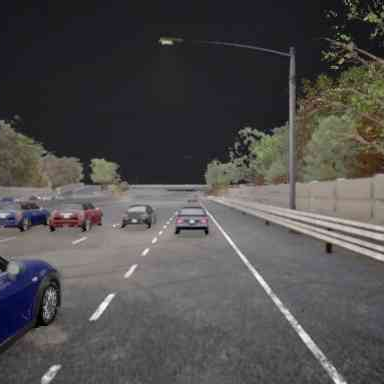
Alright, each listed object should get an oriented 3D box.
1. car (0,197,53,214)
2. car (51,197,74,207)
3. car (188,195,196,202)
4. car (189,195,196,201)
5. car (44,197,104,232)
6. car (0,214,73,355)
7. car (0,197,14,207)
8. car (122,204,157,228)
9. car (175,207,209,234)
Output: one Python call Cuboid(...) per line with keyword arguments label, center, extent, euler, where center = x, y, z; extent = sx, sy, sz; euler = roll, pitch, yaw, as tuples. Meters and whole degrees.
Cuboid(label="car", center=(-10.396, 1.365, 20.436), extent=(2.097, 1.767, 4.553), euler=(0, 0, 0))
Cuboid(label="car", center=(-21.027, 1.570, 54.283), extent=(1.837, 1.490, 4.892), euler=(0, 0, 1))
Cuboid(label="car", center=(0.019, 1.678, 78.095), extent=(1.994, 1.385, 4.181), euler=(0, 0, 0))
Cuboid(label="car", center=(0.051, 1.658, 94.134), extent=(1.882, 1.535, 5.008), euler=(0, 0, 2))
Cuboid(label="car", center=(-6.894, 1.363, 20.408), extent=(2.097, 1.767, 4.553), euler=(0, 0, 0))
Cuboid(label="car", center=(-3.399, 1.355, 4.160), extent=(2.097, 1.767, 4.553), euler=(0, 0, 0))
Cuboid(label="car", center=(-31.507, 1.550, 54.717), extent=(1.882, 1.535, 5.008), euler=(0, 0, 1))
Cuboid(label="car", center=(-3.395, 1.535, 21.934), extent=(1.812, 1.442, 4.674), euler=(0, 0, 0))
Cuboid(label="car", center=(0.005, 1.554, 19.426), extent=(2.033, 1.411, 5.357), euler=(0, 0, 0))
